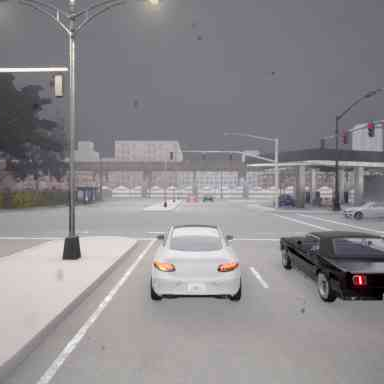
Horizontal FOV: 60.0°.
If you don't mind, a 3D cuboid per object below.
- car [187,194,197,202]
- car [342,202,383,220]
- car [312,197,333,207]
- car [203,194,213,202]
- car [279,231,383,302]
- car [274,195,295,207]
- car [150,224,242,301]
[{"bbox_3d":[-0.001,1.250,72.381,2.097,1.767,4.553,0,0,0],"label":"car"},{"bbox_3d":[14.887,1.523,27.554,4.674,1.442,1.812,0,0,-1],"label":"car"},{"bbox_3d":[18.955,1.434,48.500,1.970,1.475,3.806,0,0,0],"label":"car"},{"bbox_3d":[3.499,1.257,72.381,2.097,1.767,4.553,0,0,0],"label":"car"},{"bbox_3d":[3.587,1.599,8.178,1.895,1.301,4.718,0,0,0],"label":"car"},{"bbox_3d":[13.210,1.262,47.737,2.242,1.667,4.611,0,0,0],"label":"car"},{"bbox_3d":[0.082,1.517,8.194,1.812,1.442,4.674,0,0,0],"label":"car"}]
